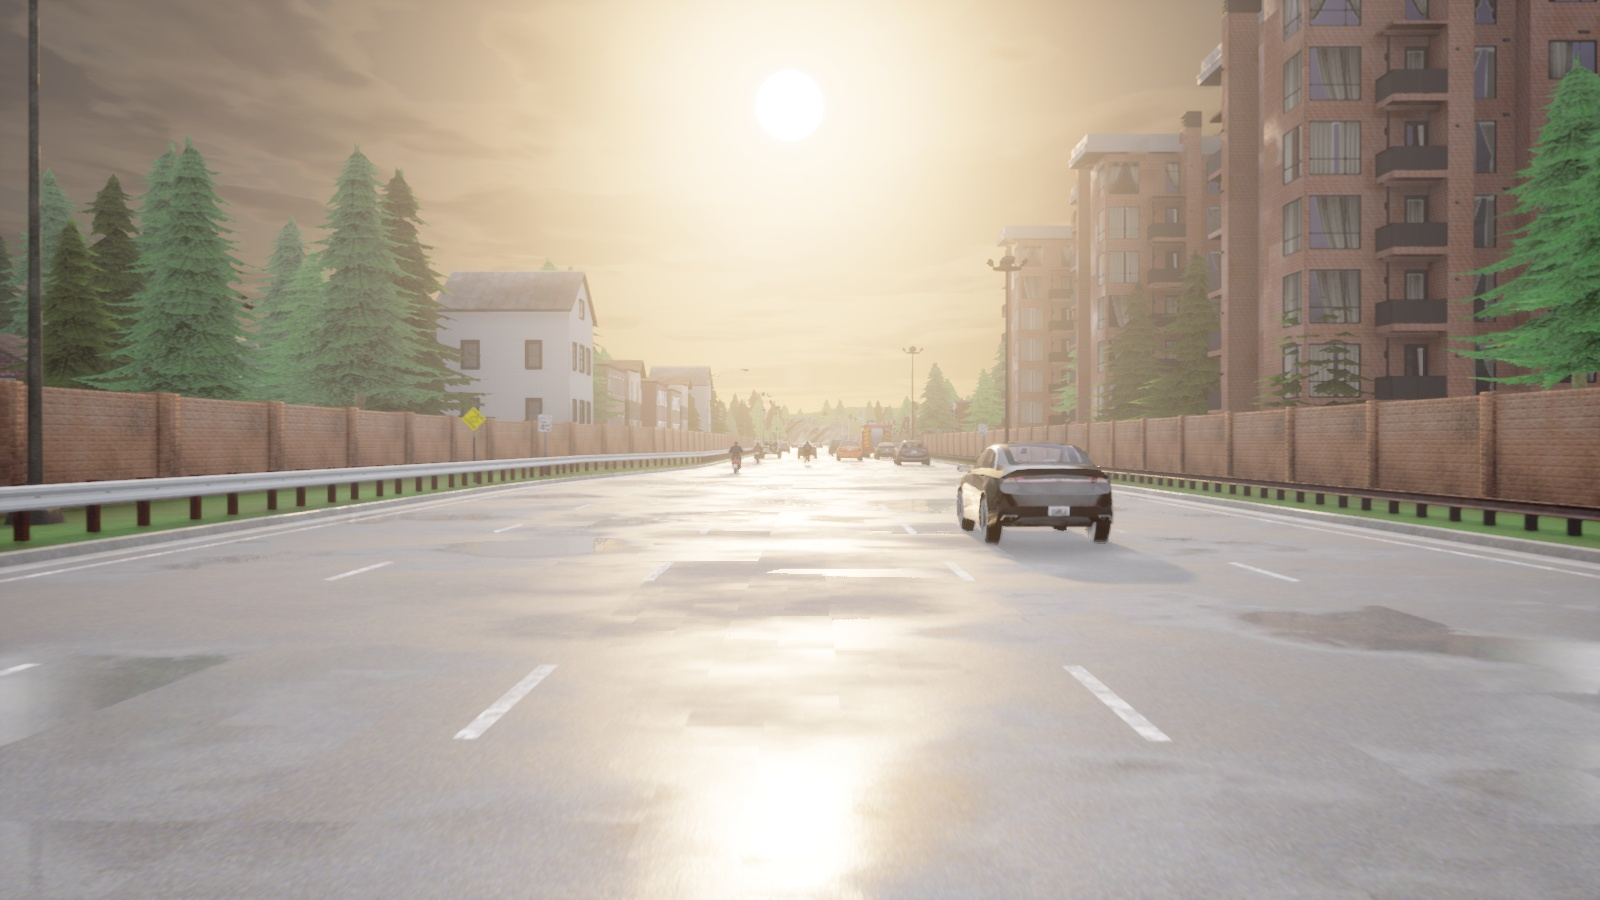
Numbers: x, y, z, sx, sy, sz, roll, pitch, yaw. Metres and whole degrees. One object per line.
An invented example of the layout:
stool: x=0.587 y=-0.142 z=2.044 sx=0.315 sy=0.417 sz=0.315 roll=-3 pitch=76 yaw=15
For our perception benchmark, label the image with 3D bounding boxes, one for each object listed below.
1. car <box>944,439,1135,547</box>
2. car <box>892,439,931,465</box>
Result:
car: x=3.629 y=0.593 z=20.024 sx=2.128 sy=1.511 sz=4.902 roll=0 pitch=0 yaw=0
car: x=7.497 y=0.120 z=84.577 sx=2.242 sy=1.667 sz=4.611 roll=0 pitch=0 yaw=0
